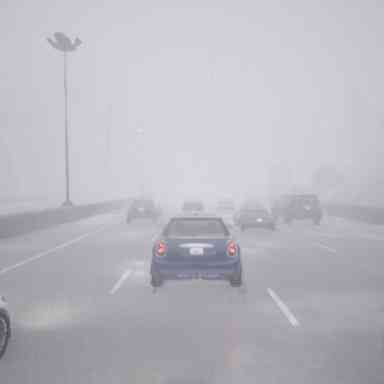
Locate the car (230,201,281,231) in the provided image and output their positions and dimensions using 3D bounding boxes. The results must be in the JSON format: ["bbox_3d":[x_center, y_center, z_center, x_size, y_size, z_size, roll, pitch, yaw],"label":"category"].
[{"bbox_3d":[3.609,1.468,19.829,1.994,1.385,4.181,0,0,0],"label":"car"}]

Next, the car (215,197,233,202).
[{"bbox_3d":[3.618,1.258,37.366,1.882,1.535,5.008,0,0,0],"label":"car"}]

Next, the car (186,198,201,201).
[{"bbox_3d":[0.115,1.312,31.141,1.882,1.535,5.008,0,0,0],"label":"car"}]

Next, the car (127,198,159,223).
[{"bbox_3d":[-3.389,1.229,24.430,2.097,1.767,4.553,0,0,0],"label":"car"}]

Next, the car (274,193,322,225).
[{"bbox_3d":[7.109,1.111,23.047,2.150,2.045,5.566,0,0,0],"label":"car"}]

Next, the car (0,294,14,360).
[{"bbox_3d":[-3.401,1.510,2.711,1.812,1.442,4.674,0,0,0],"label":"car"}]

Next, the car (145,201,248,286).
[{"bbox_3d":[0.103,1.306,9.423,2.097,1.767,4.553,0,0,0],"label":"car"}]

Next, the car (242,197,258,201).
[{"bbox_3d":[7.120,1.313,40.469,1.994,1.385,4.181,0,1,0],"label":"car"}]
